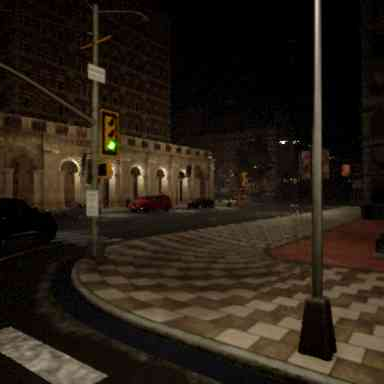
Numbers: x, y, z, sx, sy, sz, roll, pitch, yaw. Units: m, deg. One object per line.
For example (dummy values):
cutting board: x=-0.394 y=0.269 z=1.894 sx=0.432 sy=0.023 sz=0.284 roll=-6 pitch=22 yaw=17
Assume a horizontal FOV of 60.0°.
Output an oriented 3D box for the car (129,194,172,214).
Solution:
car: x=-4.593 y=1.304 z=37.649 sx=2.150 sy=2.045 sz=5.566 roll=0 pitch=0 yaw=36

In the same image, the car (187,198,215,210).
car: x=1.301 y=1.587 z=45.755 sx=1.882 sy=1.535 sz=5.008 roll=0 pitch=0 yaw=36

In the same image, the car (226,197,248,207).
car: x=7.339 y=1.614 z=54.079 sx=1.882 sy=1.535 sz=5.008 roll=0 pitch=0 yaw=36

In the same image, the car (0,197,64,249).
car: x=-7.881 y=1.243 z=13.621 sx=2.150 sy=2.045 sz=5.566 roll=-1 pitch=0 yaw=10

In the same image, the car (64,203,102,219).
car: x=-10.443 y=1.656 z=29.619 sx=1.895 sy=1.301 sz=4.718 roll=0 pitch=0 yaw=36
